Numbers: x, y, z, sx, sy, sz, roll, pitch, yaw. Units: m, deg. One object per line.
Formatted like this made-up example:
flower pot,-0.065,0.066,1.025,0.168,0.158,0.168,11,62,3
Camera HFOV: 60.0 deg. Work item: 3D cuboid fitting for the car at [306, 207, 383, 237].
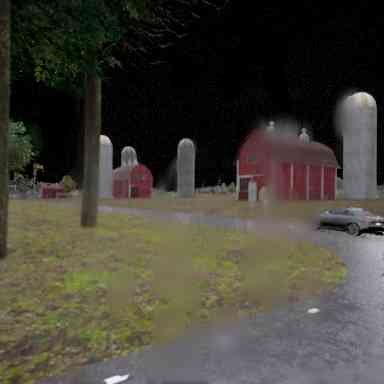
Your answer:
car,8.178,1.517,17.877,1.994,1.385,4.181,2,0,-24
